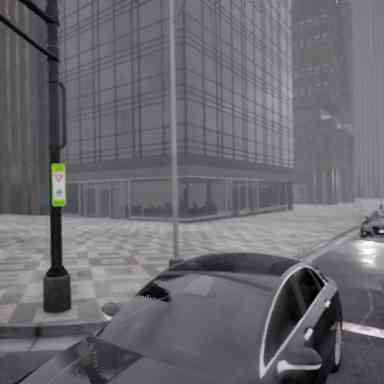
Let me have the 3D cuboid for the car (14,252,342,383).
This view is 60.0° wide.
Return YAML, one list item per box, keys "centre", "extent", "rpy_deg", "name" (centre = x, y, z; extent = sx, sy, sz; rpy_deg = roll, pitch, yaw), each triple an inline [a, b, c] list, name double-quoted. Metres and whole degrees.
- centre: [0.353, 1.527, 3.548]
  extent: [1.837, 1.490, 4.892]
  rpy_deg: [-1, -1, 32]
  name: "car"

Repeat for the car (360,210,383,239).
- centre: [9.994, 1.651, 17.158]
  extent: [1.994, 1.385, 4.181]
  rpy_deg: [-1, -1, 35]
  name: "car"
